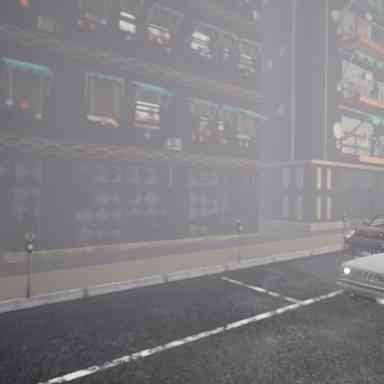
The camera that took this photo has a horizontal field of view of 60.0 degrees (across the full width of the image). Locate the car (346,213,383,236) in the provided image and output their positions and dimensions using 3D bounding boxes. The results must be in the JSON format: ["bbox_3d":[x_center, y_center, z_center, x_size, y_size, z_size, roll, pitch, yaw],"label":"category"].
[{"bbox_3d":[7.133,1.427,11.621,4.097,1.590,1.967,0,1,-35],"label":"car"}]

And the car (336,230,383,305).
[{"bbox_3d":[5.133,1.592,7.034,4.718,1.301,1.895,0,0,-35],"label":"car"}]
